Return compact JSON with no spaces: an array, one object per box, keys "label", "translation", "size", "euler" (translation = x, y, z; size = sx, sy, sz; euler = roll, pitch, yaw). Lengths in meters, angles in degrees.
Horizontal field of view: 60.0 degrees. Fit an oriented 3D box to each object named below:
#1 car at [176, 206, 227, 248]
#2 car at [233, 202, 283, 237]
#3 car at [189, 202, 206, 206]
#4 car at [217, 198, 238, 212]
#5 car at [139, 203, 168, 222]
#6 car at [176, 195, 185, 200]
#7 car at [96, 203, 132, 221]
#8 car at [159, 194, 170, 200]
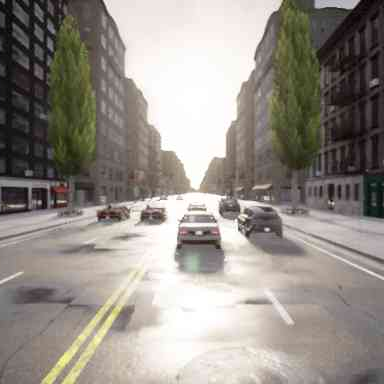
[{"label":"car","translation":[0.274,1.554,14.744],"size":[2.033,1.411,5.357],"euler":[0,0,0]},{"label":"car","translation":[3.571,1.512,18.065],"size":[1.837,1.490,4.892],"euler":[0,0,1]},{"label":"car","translation":[0.508,1.614,33.318],"size":[1.895,1.301,4.718],"euler":[0,0,1]},{"label":"car","translation":[3.790,1.364,34.586],"size":[2.097,1.767,4.553],"euler":[0,0,1]},{"label":"car","translation":[-3.012,1.613,26.834],"size":[1.895,1.301,4.718],"euler":[0,0,1]},{"label":"car","translation":[-2.383,1.159,67.496],"size":[1.812,1.442,4.674],"euler":[0,0,1]},{"label":"car","translation":[-6.260,1.615,27.018],"size":[1.895,1.301,4.718],"euler":[0,0,1]},{"label":"car","translation":[-5.633,1.114,67.539],"size":[1.882,1.535,5.008],"euler":[0,0,1]}]
